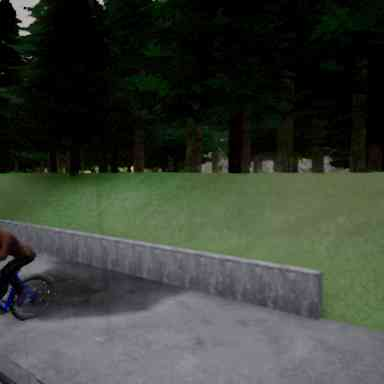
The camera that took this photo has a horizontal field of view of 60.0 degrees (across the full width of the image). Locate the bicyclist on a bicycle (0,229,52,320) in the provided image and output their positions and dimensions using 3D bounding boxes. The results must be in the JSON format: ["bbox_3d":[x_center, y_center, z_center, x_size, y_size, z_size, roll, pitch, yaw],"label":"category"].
[{"bbox_3d":[-2.777,1.203,4.820,0.582,1.620,1.656,2,1,36],"label":"bicyclist on a bicycle"}]
